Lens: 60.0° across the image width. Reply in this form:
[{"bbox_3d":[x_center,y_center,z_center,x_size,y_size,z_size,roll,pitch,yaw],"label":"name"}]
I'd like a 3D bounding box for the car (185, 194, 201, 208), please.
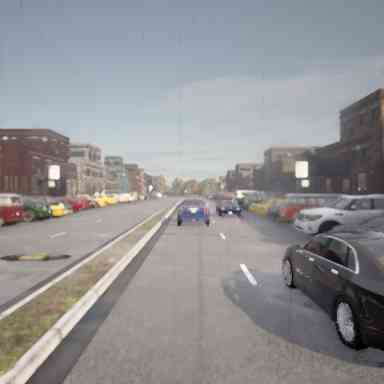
[{"bbox_3d":[0.098,1.101,41.003,1.882,1.535,5.008,0,1,0],"label":"car"}]

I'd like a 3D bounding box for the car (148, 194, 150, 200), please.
[{"bbox_3d":[-12.739,1.143,76.233,4.792,1.488,2.163,0,0,0],"label":"car"}]

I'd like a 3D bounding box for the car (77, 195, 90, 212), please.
[{"bbox_3d":[-12.845,1.209,31.789,5.008,1.535,2.097,0,1,0],"label":"car"}]

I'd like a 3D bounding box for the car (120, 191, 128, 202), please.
[{"bbox_3d":[-12.812,1.044,51.236,4.674,1.452,2.002,0,0,0],"label":"car"}]

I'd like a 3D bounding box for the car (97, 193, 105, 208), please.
[{"bbox_3d":[-12.847,1.142,37.348,4.892,1.521,2.231,0,1,0],"label":"car"}]

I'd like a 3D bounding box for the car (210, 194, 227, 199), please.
[{"bbox_3d":[7.605,1.304,95.093,4.792,1.488,2.163,0,-1,0],"label":"car"}]

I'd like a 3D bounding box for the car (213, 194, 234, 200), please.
[{"bbox_3d":[7.630,1.149,81.309,5.008,1.535,2.097,0,0,0],"label":"car"}]

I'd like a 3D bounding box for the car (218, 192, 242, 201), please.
[{"bbox_3d":[7.667,0.925,67.524,4.553,1.767,2.185,0,0,0],"label":"car"}]

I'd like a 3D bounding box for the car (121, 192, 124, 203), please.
[{"bbox_3d":[-12.822,1.059,48.578,4.674,1.452,2.002,0,1,0],"label":"car"}]

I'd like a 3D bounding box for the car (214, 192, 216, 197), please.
[{"bbox_3d":[7.665,1.099,70.280,4.792,1.488,2.163,0,0,0],"label":"car"}]

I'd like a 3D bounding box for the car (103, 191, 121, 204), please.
[{"bbox_3d":[-13.010,1.040,45.808,5.366,1.575,1.946,0,1,0],"label":"car"}]

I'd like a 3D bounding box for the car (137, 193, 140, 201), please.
[{"bbox_3d":[-12.763,0.888,62.341,4.553,1.767,2.185,0,0,0],"label":"car"}]

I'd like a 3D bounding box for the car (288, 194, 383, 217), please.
[{"bbox_3d":[7.611,1.128,15.146,5.566,2.045,2.435,0,0,0],"label":"car"}]

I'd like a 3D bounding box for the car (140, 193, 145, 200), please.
[{"bbox_3d":[-12.790,1.053,68.021,4.892,1.521,2.231,0,0,0],"label":"car"}]

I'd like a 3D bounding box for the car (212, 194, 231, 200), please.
[{"bbox_3d":[7.664,1.225,86.822,4.792,1.488,2.163,0,-1,0],"label":"car"}]

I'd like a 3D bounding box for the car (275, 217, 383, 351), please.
[{"bbox_3d":[3.099,1.470,6.142,1.837,1.490,4.892,0,0,0],"label":"car"}]

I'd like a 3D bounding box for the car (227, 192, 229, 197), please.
[{"bbox_3d":[7.666,1.085,45.483,4.792,1.488,2.163,0,1,0],"label":"car"}]

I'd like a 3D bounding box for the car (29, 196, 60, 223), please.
[{"bbox_3d":[-12.836,1.050,23.568,5.566,2.045,2.435,0,1,0],"label":"car"}]

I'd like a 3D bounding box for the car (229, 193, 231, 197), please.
[{"bbox_3d":[7.666,0.864,39.967,5.566,2.045,2.435,0,1,0],"label":"car"}]

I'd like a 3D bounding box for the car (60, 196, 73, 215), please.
[{"bbox_3d":[-12.676,1.270,26.354,5.366,1.575,1.946,0,1,0],"label":"car"}]

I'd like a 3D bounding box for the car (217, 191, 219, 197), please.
[{"bbox_3d":[7.609,0.753,56.501,5.566,2.045,2.435,0,0,0],"label":"car"}]

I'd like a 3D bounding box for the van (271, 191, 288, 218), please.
[{"bbox_3d":[7.522,1.105,20.663,4.442,1.987,1.878,0,1,0],"label":"van"}]

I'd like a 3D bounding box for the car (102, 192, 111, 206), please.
[{"bbox_3d":[-12.840,1.105,40.251,5.008,1.535,2.097,0,1,0],"label":"car"}]

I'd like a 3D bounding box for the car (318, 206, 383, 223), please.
[{"bbox_3d":[7.610,1.431,12.391,4.792,1.488,2.163,0,0,0],"label":"car"}]

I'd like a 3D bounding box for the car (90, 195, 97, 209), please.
[{"bbox_3d":[-12.875,1.205,34.569,4.792,1.488,2.163,0,1,0],"label":"car"}]

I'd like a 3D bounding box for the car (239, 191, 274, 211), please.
[{"bbox_3d":[7.607,1.055,34.454,4.553,1.767,2.185,0,1,0],"label":"car"}]

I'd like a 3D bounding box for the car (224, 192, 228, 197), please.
[{"bbox_3d":[7.632,1.030,48.234,5.008,1.535,2.097,0,0,0],"label":"car"}]

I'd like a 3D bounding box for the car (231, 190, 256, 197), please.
[{"bbox_3d":[7.609,0.896,37.210,5.566,2.045,2.435,0,1,0],"label":"car"}]

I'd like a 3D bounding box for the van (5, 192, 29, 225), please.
[{"bbox_3d":[-12.990,1.105,20.670,4.442,1.987,1.878,0,1,0],"label":"van"}]

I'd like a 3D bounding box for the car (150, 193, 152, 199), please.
[{"bbox_3d":[-12.768,1.135,79.012,5.008,1.535,2.097,0,0,0],"label":"car"}]

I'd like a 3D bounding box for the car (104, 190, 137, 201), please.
[{"bbox_3d":[-12.776,0.743,56.788,5.566,2.045,2.435,0,0,0],"label":"car"}]

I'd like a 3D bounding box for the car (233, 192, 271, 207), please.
[{"bbox_3d":[7.669,0.957,42.724,4.553,1.767,2.185,0,1,0],"label":"car"}]

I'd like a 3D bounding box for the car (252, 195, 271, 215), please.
[{"bbox_3d":[7.824,1.272,26.180,5.366,1.575,1.946,0,1,0],"label":"car"}]

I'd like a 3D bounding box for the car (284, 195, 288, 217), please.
[{"bbox_3d":[7.670,1.230,17.906,4.553,1.767,2.185,0,1,0],"label":"car"}]

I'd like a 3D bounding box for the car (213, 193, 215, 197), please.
[{"bbox_3d":[7.633,1.128,73.037,4.674,1.452,2.002,0,0,0],"label":"car"}]

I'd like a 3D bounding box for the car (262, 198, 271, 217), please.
[{"bbox_3d":[7.636,1.344,23.424,4.674,1.452,2.002,0,1,0],"label":"car"}]

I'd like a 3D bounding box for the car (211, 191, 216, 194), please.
[{"bbox_3d":[7.664,0.856,75.797,5.566,2.045,2.435,0,0,0],"label":"car"}]

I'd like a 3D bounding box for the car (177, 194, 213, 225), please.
[{"bbox_3d":[0.100,1.182,22.774,2.097,1.767,4.553,0,1,0],"label":"car"}]

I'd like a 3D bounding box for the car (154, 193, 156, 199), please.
[{"bbox_3d":[-12.742,1.209,87.474,5.008,1.535,2.097,0,-1,0],"label":"car"}]

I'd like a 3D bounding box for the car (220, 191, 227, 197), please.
[{"bbox_3d":[7.609,0.766,50.991,5.566,2.045,2.435,0,0,0],"label":"car"}]

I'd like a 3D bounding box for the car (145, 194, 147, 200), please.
[{"bbox_3d":[-12.964,1.069,70.801,5.366,1.575,1.946,0,0,0],"label":"car"}]

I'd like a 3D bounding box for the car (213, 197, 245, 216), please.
[{"bbox_3d":[3.098,1.365,29.039,1.895,1.301,4.718,0,1,0],"label":"car"}]

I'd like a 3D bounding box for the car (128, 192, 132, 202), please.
[{"bbox_3d":[-12.995,0.994,54.010,5.366,1.575,1.946,0,0,0],"label":"car"}]

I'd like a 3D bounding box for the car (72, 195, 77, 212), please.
[{"bbox_3d":[-12.887,1.116,29.009,4.553,1.767,2.185,0,1,0],"label":"car"}]

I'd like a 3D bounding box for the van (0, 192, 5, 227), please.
[{"bbox_3d":[-12.999,1.130,18.016,4.442,1.987,1.878,0,0,0],"label":"van"}]
